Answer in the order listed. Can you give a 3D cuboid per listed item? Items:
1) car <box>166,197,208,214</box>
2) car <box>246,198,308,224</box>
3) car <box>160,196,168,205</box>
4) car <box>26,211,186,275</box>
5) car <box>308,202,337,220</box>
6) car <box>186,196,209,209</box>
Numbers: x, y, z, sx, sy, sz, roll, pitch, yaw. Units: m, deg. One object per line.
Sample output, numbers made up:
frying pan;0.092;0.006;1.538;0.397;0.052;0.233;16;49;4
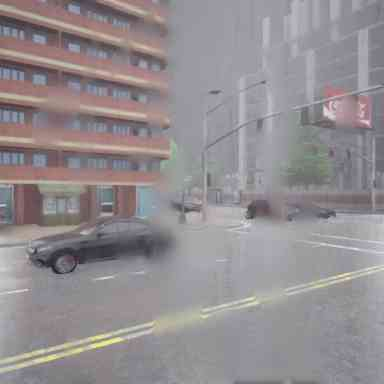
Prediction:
car;-0.598;1.564;35.763;1.994;1.385;4.181;0;0;-35
car;6.141;1.351;25.334;2.097;1.767;4.553;0;0;-28
car;-4.973;1.525;60.647;1.812;1.442;4.674;0;0;-35
car;-2.676;1.526;10.613;4.674;1.442;1.812;0;0;-35
car;9.299;1.547;28.136;2.033;1.411;5.357;0;0;-39
car;0.075;1.353;40.906;2.097;1.767;4.553;0;0;-35
